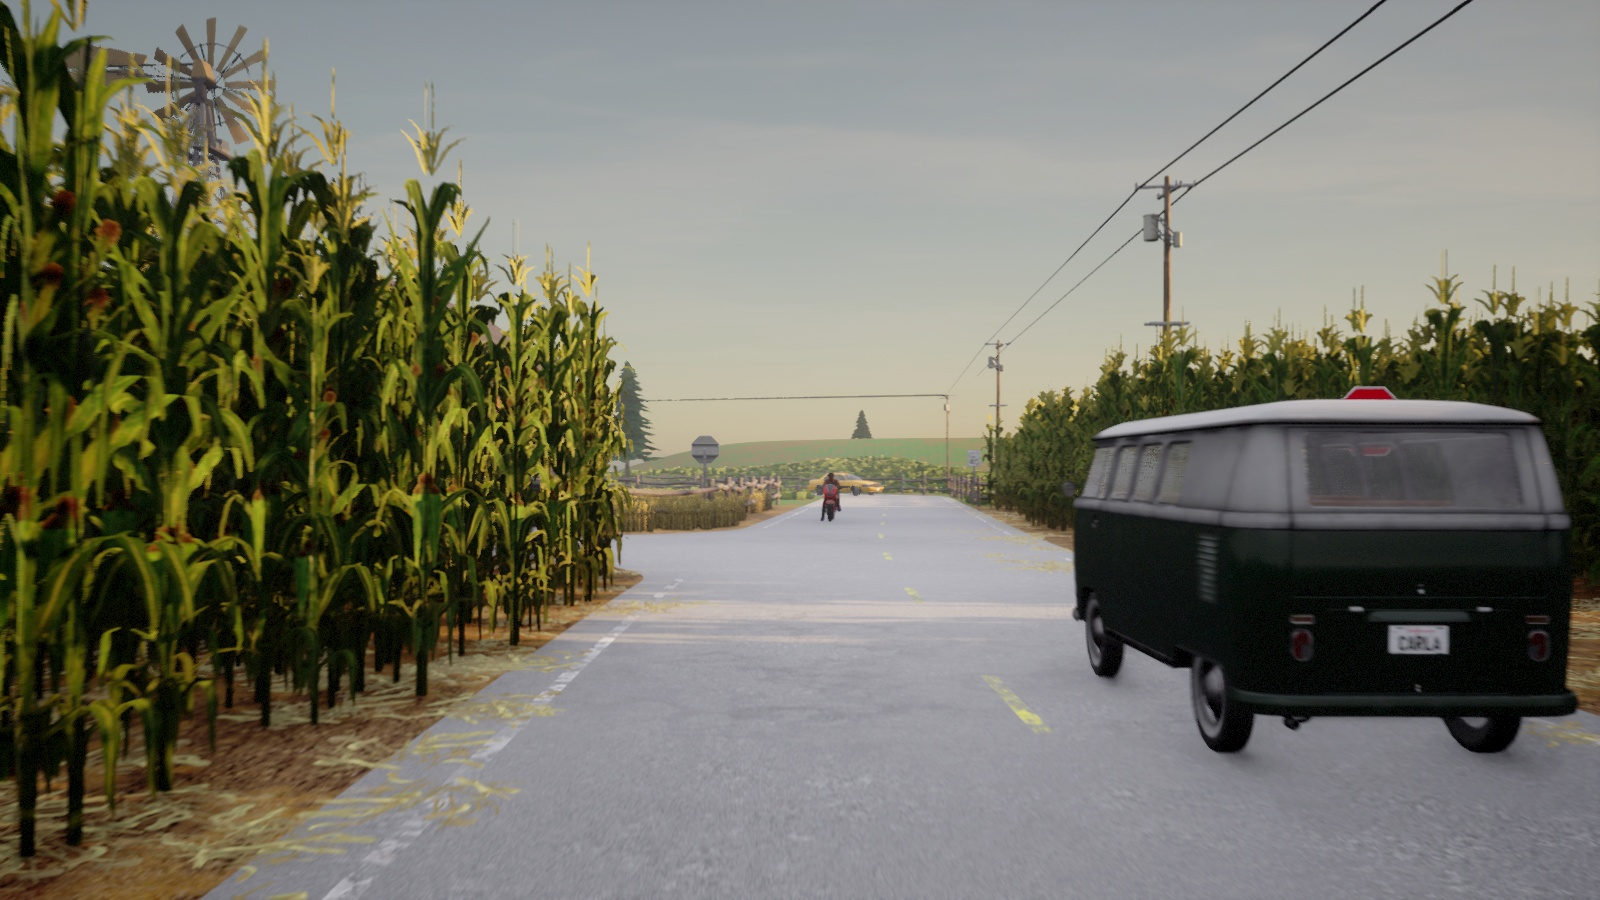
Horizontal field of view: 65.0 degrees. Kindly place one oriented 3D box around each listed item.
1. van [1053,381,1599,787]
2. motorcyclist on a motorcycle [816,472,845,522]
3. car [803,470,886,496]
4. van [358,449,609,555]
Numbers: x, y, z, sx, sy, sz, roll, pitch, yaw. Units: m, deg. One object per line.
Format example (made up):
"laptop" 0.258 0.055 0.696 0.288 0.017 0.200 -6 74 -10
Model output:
"van" 3.071 0.695 8.418 1.775 1.987 4.442 0 -1 -1
"motorcyclist on a motorcycle" 0.974 1.447 39.097 0.797 1.523 2.044 0 -1 4
"car" 2.788 2.081 79.942 5.366 1.575 1.801 -1 -1 43
"van" -6.156 1.007 24.698 4.442 1.987 1.775 0 -1 4
